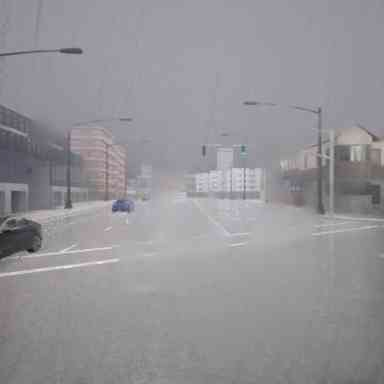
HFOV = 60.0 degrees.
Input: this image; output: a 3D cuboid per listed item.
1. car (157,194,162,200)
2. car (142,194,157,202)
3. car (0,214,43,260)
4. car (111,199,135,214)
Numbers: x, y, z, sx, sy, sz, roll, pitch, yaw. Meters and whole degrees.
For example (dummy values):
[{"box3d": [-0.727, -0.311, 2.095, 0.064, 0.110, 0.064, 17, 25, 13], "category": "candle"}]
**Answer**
[{"box3d": [-8.912, 1.288, 86.921, 2.033, 1.411, 5.357, 0, -1, -2], "category": "car"}, {"box3d": [-8.171, 1.052, 61.782, 2.128, 1.511, 4.902, 0, 0, -2], "category": "car"}, {"box3d": [-6.679, 1.536, 11.051, 2.128, 1.511, 4.902, 0, 0, -2], "category": "car"}, {"box3d": [-7.416, 1.478, 36.074, 1.882, 1.535, 5.008, 0, 1, -2], "category": "car"}]
